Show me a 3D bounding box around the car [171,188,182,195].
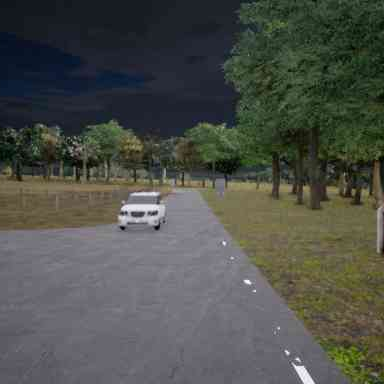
[{"bbox_3d":[-2.794,-0.034,62.333,1.882,1.535,5.008,0,2,0],"label":"car"}]

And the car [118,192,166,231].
[{"bbox_3d":[-2.765,1.044,19.542,2.150,2.045,5.566,0,1,0],"label":"car"}]
